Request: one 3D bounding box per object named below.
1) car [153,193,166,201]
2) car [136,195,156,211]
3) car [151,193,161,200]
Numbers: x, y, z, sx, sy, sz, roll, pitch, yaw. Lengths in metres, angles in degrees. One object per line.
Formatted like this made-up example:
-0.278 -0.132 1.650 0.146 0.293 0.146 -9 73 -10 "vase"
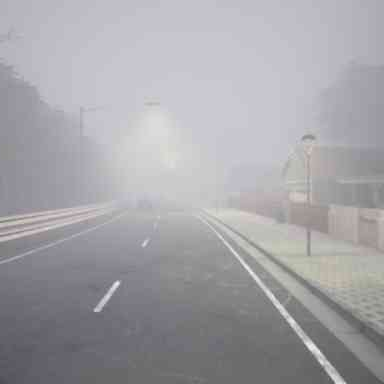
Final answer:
-6.523 1.152 69.767 2.033 1.411 5.357 0 1 -11 "car"
-5.506 1.405 39.206 1.837 1.490 4.892 0 0 -6 "car"
-8.593 1.000 80.018 1.837 1.490 4.892 0 1 -12 "car"
